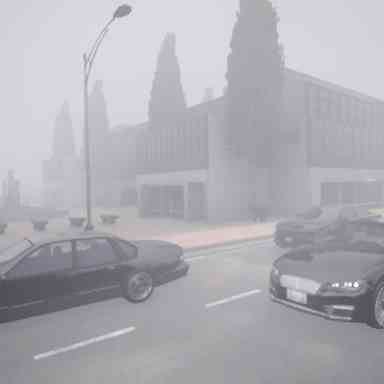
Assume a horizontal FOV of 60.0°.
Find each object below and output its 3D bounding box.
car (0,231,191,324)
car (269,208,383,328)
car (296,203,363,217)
[{"bbox_3d":[-2.617,1.526,6.480,5.357,1.411,2.033,-2,1,-35],"label":"car"},{"bbox_3d":[3.603,1.318,6.731,4.902,1.511,2.128,-2,1,-37],"label":"car"},{"bbox_3d":[5.115,1.193,12.247,5.008,1.535,1.882,-2,1,-37],"label":"car"}]
